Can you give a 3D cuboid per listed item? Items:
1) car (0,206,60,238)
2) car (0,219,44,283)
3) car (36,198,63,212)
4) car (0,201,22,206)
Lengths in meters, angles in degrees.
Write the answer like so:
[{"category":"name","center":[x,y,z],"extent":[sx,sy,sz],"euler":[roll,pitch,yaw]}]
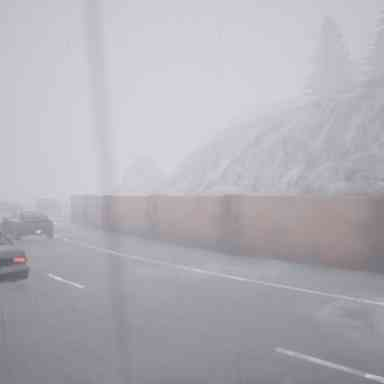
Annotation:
[{"category":"car","center":[-9.263,1.772,18.621],"extent":[1.837,1.490,4.892],"euler":[0,-1,-39]},{"category":"car","center":[-6.176,1.667,9.272],"extent":[2.033,1.411,5.357],"euler":[1,-1,-42]},{"category":"car","center":[-20.519,1.931,47.876],"extent":[2.150,2.045,5.566],"euler":[0,-1,-3]},{"category":"car","center":[-23.285,1.935,42.818],"extent":[2.097,1.767,4.553],"euler":[1,-1,-11]}]
